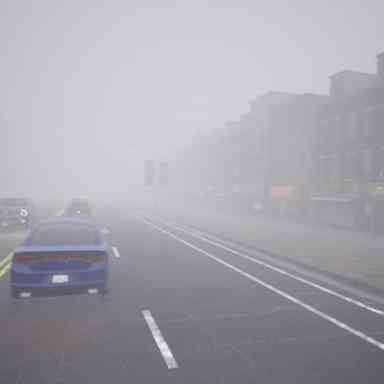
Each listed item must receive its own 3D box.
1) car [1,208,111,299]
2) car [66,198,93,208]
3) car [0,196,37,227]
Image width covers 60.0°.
[{"bbox_3d":[-3.130,1.396,8.366,1.882,1.535,5.008,2,0,-18],"label":"car"},{"bbox_3d":[-9.454,1.277,27.966,1.837,1.490,4.892,2,0,-18],"label":"car"},{"bbox_3d":[-10.237,1.064,19.189,2.097,1.767,4.553,2,0,-18],"label":"car"}]
